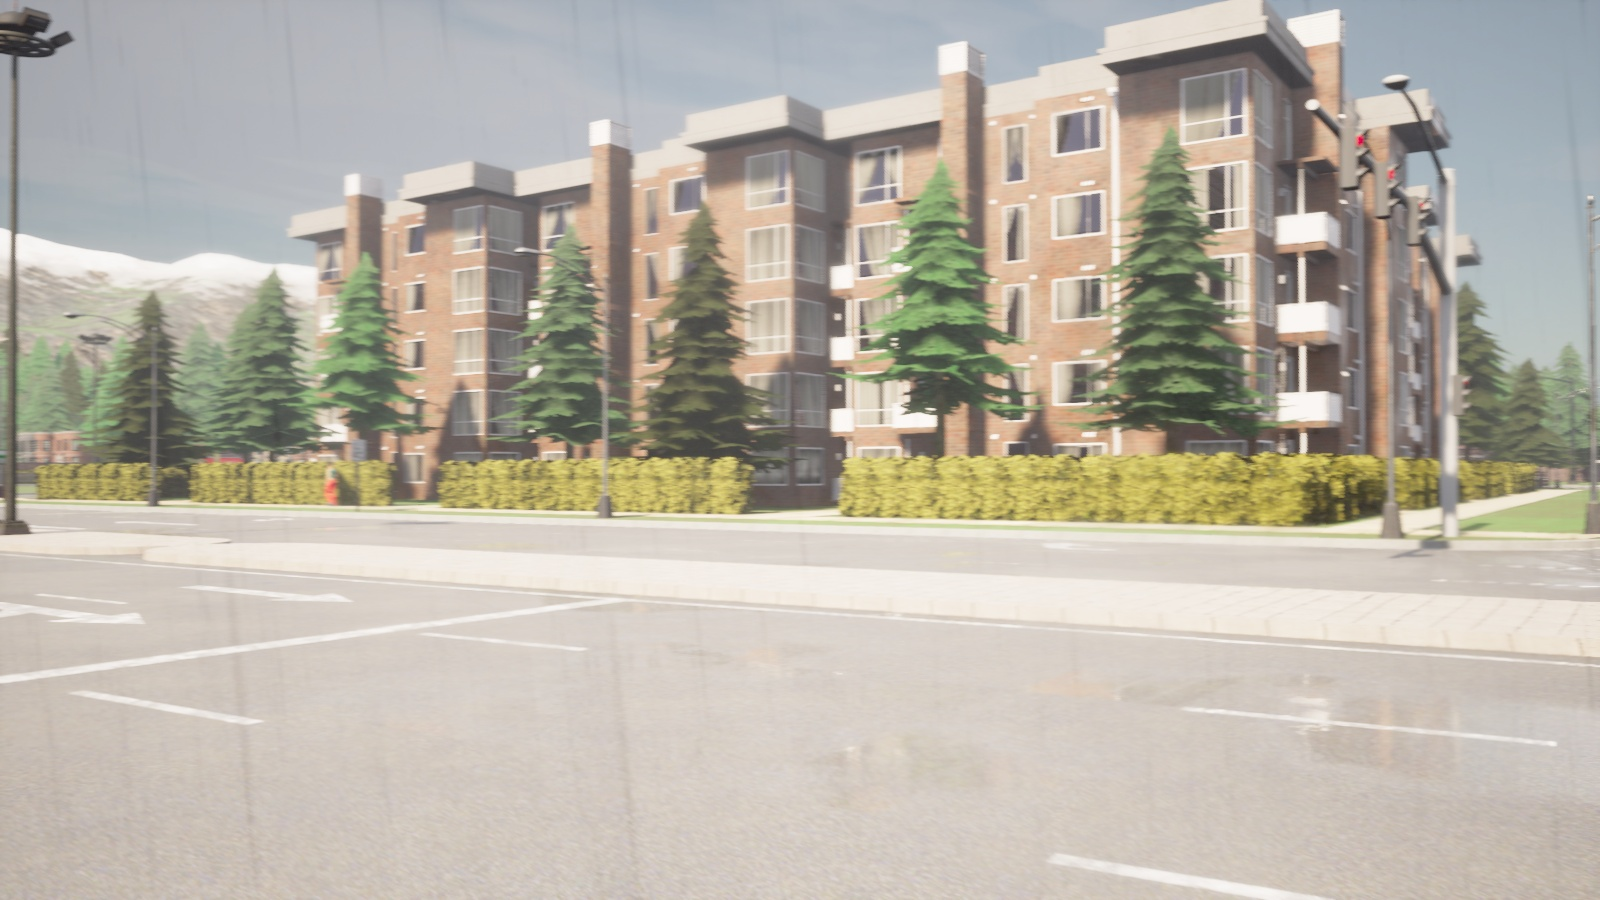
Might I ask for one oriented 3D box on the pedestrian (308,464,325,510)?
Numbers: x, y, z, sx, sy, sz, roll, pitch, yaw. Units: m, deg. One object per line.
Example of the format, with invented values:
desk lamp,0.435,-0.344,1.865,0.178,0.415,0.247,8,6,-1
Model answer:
pedestrian,-19.424,1.500,50.408,0.594,1.836,0.345,-1,-1,33
